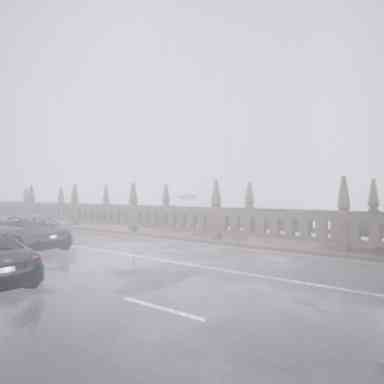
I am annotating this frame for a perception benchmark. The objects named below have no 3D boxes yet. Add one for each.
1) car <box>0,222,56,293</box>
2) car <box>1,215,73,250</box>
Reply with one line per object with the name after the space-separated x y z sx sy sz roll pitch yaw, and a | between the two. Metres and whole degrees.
-5.451 1.584 8.075 4.181 1.385 1.994 0 0 36 | car
-6.665 1.601 13.314 4.181 1.385 1.994 0 0 36 | car
